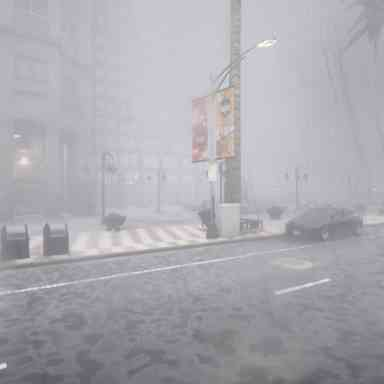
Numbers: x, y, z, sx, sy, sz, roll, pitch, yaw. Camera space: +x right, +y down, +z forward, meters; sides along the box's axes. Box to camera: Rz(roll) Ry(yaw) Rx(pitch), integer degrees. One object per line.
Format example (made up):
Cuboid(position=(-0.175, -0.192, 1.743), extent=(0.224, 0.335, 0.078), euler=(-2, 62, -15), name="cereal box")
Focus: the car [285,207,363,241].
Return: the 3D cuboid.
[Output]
Cuboid(position=(6.826, 1.512, 16.956), extent=(4.786, 1.482, 2.161), euler=(0, 0, -36), name="car")
